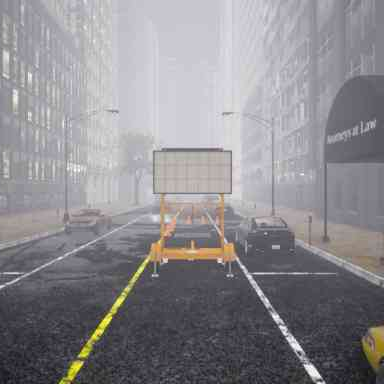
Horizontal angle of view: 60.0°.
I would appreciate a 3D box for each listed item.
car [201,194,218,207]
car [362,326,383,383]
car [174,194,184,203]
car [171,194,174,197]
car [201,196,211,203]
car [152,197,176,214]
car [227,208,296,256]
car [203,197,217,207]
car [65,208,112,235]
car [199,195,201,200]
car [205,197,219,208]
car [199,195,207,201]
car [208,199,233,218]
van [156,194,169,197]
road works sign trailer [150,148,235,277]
[{"bbox_3d":[2.785,1.299,47.124,2.192,1.841,5.009,0,0,0],"label":"car"},{"bbox_3d":[2.687,1.525,1.711,1.752,1.417,4.829,0,0,0],"label":"car"},{"bbox_3d":[-2.848,1.467,70.636,1.837,1.490,4.892,0,0,0],"label":"car"},{"bbox_3d":[-5.544,1.514,69.938,2.008,1.369,4.403,0,0,0],"label":"car"},{"bbox_3d":[2.836,1.507,69.917,1.887,1.381,4.507,0,0,0],"label":"car"},{"bbox_3d":[-3.025,1.555,34.932,1.994,1.385,4.181,0,0,0],"label":"car"},{"bbox_3d":[2.712,1.549,12.935,2.008,1.369,4.403,0,0,0],"label":"car"},{"bbox_3d":[2.799,1.523,52.822,1.887,1.381,4.507,0,0,0],"label":"car"},{"bbox_3d":[-5.656,1.579,18.658,1.802,1.307,4.206,0,0,0],"label":"car"},{"bbox_3d":[2.810,1.289,58.521,2.192,1.841,5.009,0,0,0],"label":"car"},{"bbox_3d":[2.762,1.535,35.728,1.887,1.381,4.507,0,0,0],"label":"car"},{"bbox_3d":[2.874,1.466,87.183,1.752,1.417,4.829,0,0,0],"label":"car"},{"bbox_3d":[2.749,1.559,30.030,1.947,1.339,4.313,0,0,0],"label":"car"},{"bbox_3d":[-5.571,1.315,58.544,1.690,1.788,3.998,0,0,0],"label":"van"},{"bbox_3d":[0.019,0.463,10.228,2.380,3.560,2.880,0,0,0],"label":"road works sign trailer"}]
